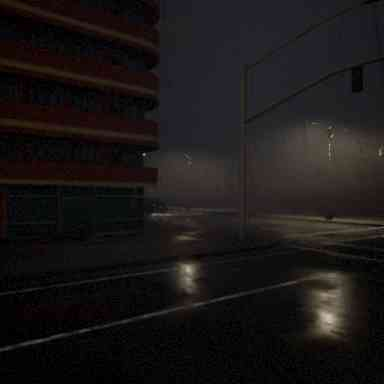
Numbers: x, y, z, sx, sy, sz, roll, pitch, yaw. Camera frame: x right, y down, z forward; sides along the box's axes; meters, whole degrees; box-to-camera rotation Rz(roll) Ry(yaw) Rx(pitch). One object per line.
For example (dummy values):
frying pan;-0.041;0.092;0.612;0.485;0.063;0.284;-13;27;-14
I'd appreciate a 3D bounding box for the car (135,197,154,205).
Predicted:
car;-9.666;1.857;67.449;1.812;1.442;4.674;1;0;-35

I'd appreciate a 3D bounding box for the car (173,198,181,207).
car;-3.806;1.837;58.959;1.837;1.490;4.892;1;0;-35

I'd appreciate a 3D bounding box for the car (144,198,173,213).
car;-4.622;1.557;39.698;2.097;1.767;4.553;1;0;-35
